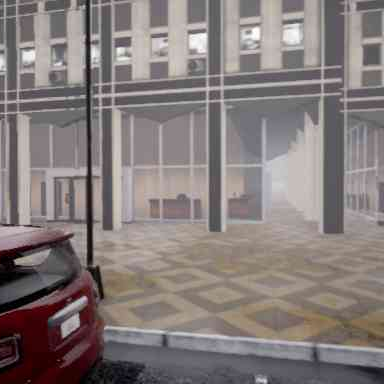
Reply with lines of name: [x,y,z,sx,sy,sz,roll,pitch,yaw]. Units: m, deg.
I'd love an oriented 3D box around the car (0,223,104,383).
car: [-3.421,1.297,3.490,5.009,1.841,2.192,-1,1,12]
